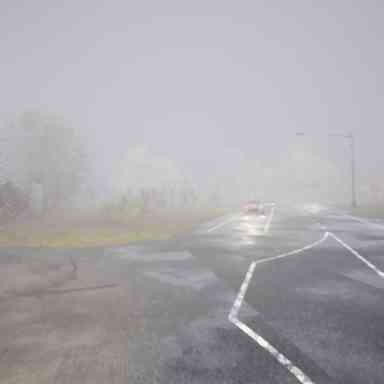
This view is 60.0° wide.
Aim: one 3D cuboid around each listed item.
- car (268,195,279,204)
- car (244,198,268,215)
[{"bbox_3d":[17.651,1.917,74.895,2.033,1.411,5.357,-2,-1,20],"label":"car"},{"bbox_3d":[6.947,1.603,36.866,2.097,1.767,4.553,-2,-1,15],"label":"car"}]
